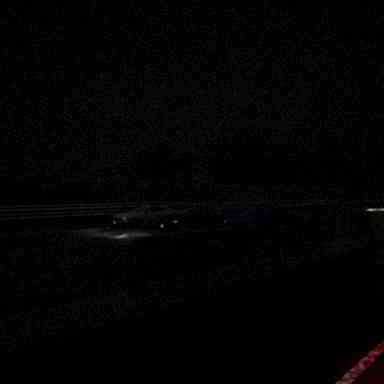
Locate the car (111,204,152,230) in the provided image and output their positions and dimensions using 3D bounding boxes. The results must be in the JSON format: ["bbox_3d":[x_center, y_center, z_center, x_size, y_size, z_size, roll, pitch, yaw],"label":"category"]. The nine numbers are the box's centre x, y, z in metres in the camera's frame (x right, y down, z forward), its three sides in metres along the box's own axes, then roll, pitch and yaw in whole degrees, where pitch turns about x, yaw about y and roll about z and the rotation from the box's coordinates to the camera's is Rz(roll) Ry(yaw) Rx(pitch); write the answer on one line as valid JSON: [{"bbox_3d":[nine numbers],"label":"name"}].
[{"bbox_3d":[-2.881,1.529,21.270,4.674,1.442,1.812,0,0,-43],"label":"car"}]

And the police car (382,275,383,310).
[{"bbox_3d":[5.291,1.426,6.241,5.238,1.638,1.930,0,0,-43],"label":"police car"}]

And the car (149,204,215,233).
[{"bbox_3d":[0.109,1.531,19.277,4.674,1.442,1.812,0,0,-43],"label":"car"}]

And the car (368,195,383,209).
[{"bbox_3d":[29.344,1.471,51.491,5.566,2.045,2.150,1,-1,-43],"label":"car"}]

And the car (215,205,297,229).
[{"bbox_3d":[3.758,1.487,17.902,5.008,1.535,1.882,0,0,-43],"label":"car"}]
